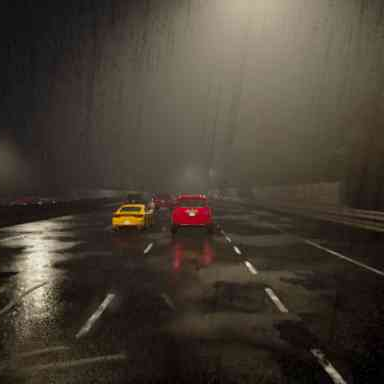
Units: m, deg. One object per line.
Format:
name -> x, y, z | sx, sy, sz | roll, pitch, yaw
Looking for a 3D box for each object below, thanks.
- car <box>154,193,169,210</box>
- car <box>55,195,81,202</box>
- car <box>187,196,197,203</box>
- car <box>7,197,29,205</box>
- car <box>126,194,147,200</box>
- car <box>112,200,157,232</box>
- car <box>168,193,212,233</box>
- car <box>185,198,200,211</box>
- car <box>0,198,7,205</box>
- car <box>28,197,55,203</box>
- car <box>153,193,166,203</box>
car -> -3.496, 1.255, 42.486 | 2.150, 2.045, 5.566 | 0, 0, 0
car -> -17.534, 1.389, 48.158 | 2.097, 1.767, 4.553 | 0, 0, 1
car -> 0.012, 1.610, 71.745 | 1.994, 1.385, 4.181 | 0, 0, 0
car -> -24.534, 1.514, 48.975 | 1.882, 1.535, 5.008 | 0, 0, 1
car -> -6.994, 1.255, 42.366 | 2.150, 2.045, 5.566 | 0, 0, 0
car -> -3.494, 1.494, 20.405 | 1.882, 1.535, 5.008 | 0, 0, 0
car -> 0.005, 1.237, 19.692 | 2.150, 2.045, 5.566 | 0, 0, 0
car -> 0.007, 1.560, 42.583 | 1.812, 1.442, 4.674 | 0, 0, 0
car -> -28.035, 1.599, 48.196 | 1.994, 1.385, 4.181 | 0, 0, 1
car -> -21.034, 1.584, 48.189 | 2.033, 1.411, 5.357 | 0, 0, 1
car -> -6.988, 1.282, 71.586 | 2.150, 2.045, 5.566 | 0, 0, 0
